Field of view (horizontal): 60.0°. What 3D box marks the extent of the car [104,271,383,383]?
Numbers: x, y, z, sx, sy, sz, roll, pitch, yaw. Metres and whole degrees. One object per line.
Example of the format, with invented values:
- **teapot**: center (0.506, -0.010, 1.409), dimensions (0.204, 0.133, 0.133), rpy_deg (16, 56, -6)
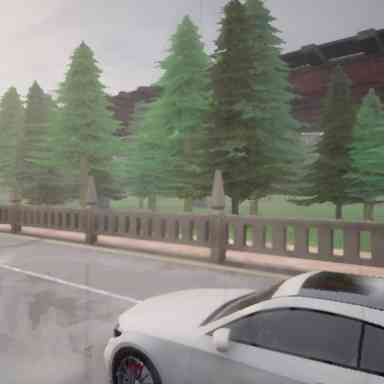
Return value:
- **car**: center (1.219, 1.526, 3.121), dimensions (4.674, 1.442, 1.812), rpy_deg (0, 0, 35)
